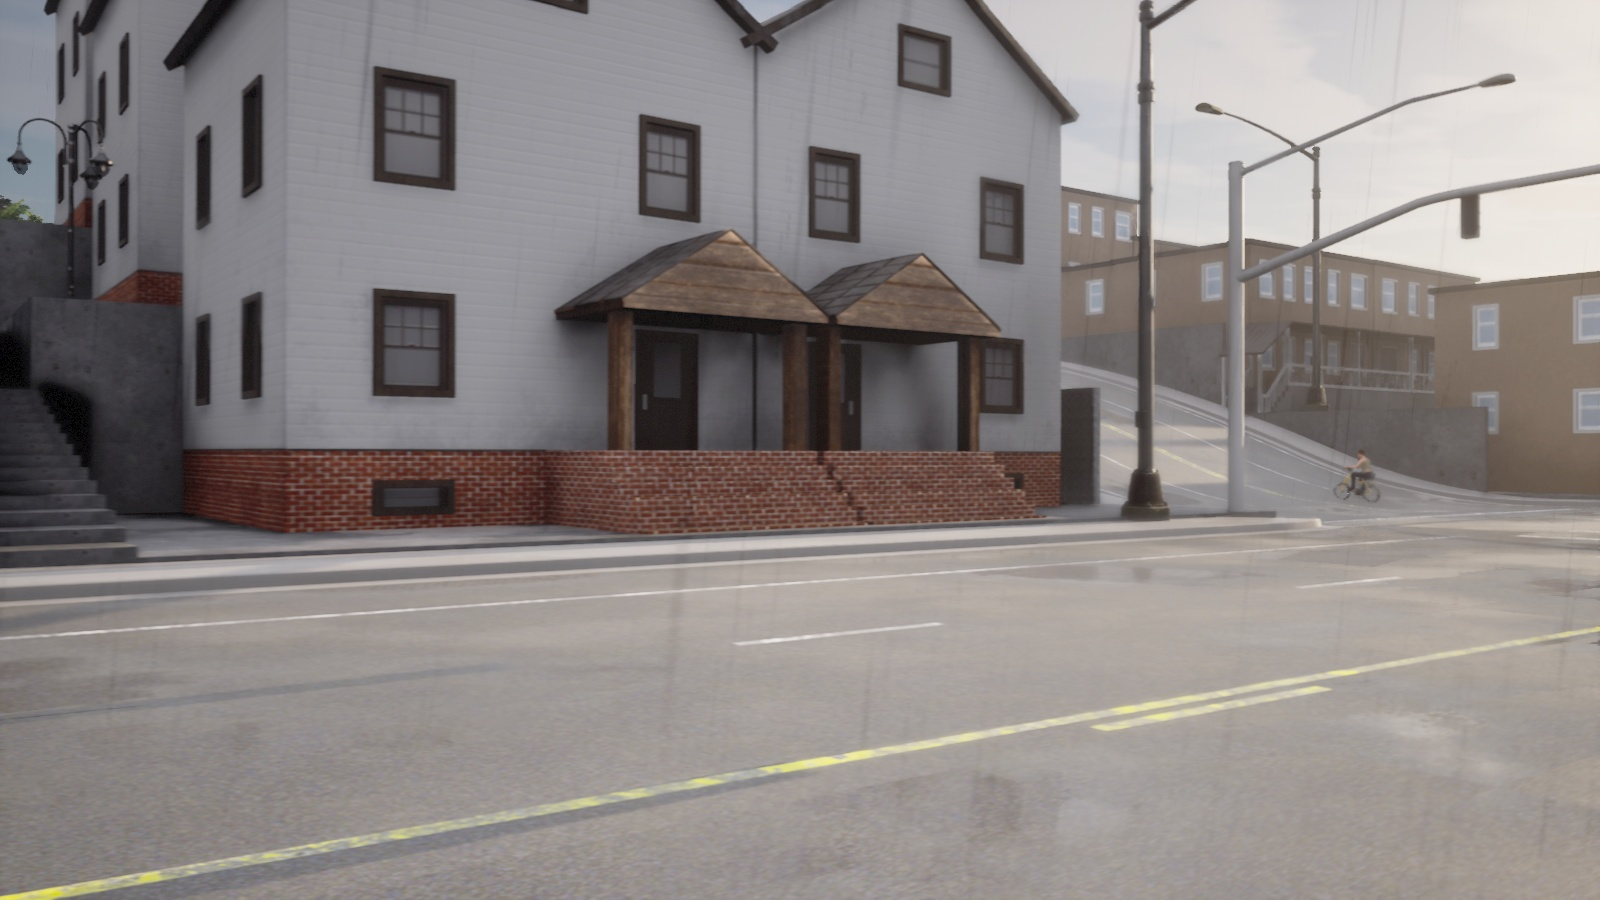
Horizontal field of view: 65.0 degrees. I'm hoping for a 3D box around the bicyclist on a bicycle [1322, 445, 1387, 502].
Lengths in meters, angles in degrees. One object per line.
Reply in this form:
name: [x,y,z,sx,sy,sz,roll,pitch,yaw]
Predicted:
bicyclist on a bicycle: [16.982,0.703,38.467,0.866,1.612,1.509,0,4,-36]
